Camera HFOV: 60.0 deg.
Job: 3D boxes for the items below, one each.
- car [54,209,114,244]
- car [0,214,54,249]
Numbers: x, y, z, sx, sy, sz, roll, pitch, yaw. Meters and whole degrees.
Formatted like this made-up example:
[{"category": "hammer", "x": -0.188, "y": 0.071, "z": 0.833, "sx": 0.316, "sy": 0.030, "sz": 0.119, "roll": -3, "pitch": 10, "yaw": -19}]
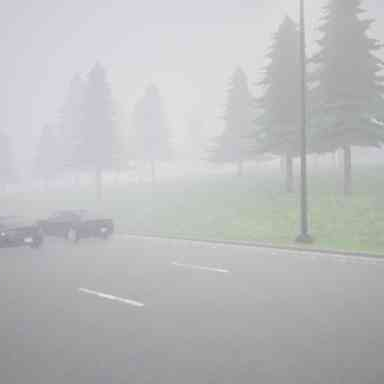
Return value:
[{"category": "car", "x": -6.099, "y": 1.615, "z": 16.825, "sx": 5.008, "sy": 1.535, "sz": 1.882, "roll": 0, "pitch": 0, "yaw": 36}, {"category": "car", "x": -8.042, "y": 1.662, "z": 13.910, "sx": 4.674, "sy": 1.442, "sz": 1.812, "roll": 0, "pitch": 0, "yaw": 36}]
